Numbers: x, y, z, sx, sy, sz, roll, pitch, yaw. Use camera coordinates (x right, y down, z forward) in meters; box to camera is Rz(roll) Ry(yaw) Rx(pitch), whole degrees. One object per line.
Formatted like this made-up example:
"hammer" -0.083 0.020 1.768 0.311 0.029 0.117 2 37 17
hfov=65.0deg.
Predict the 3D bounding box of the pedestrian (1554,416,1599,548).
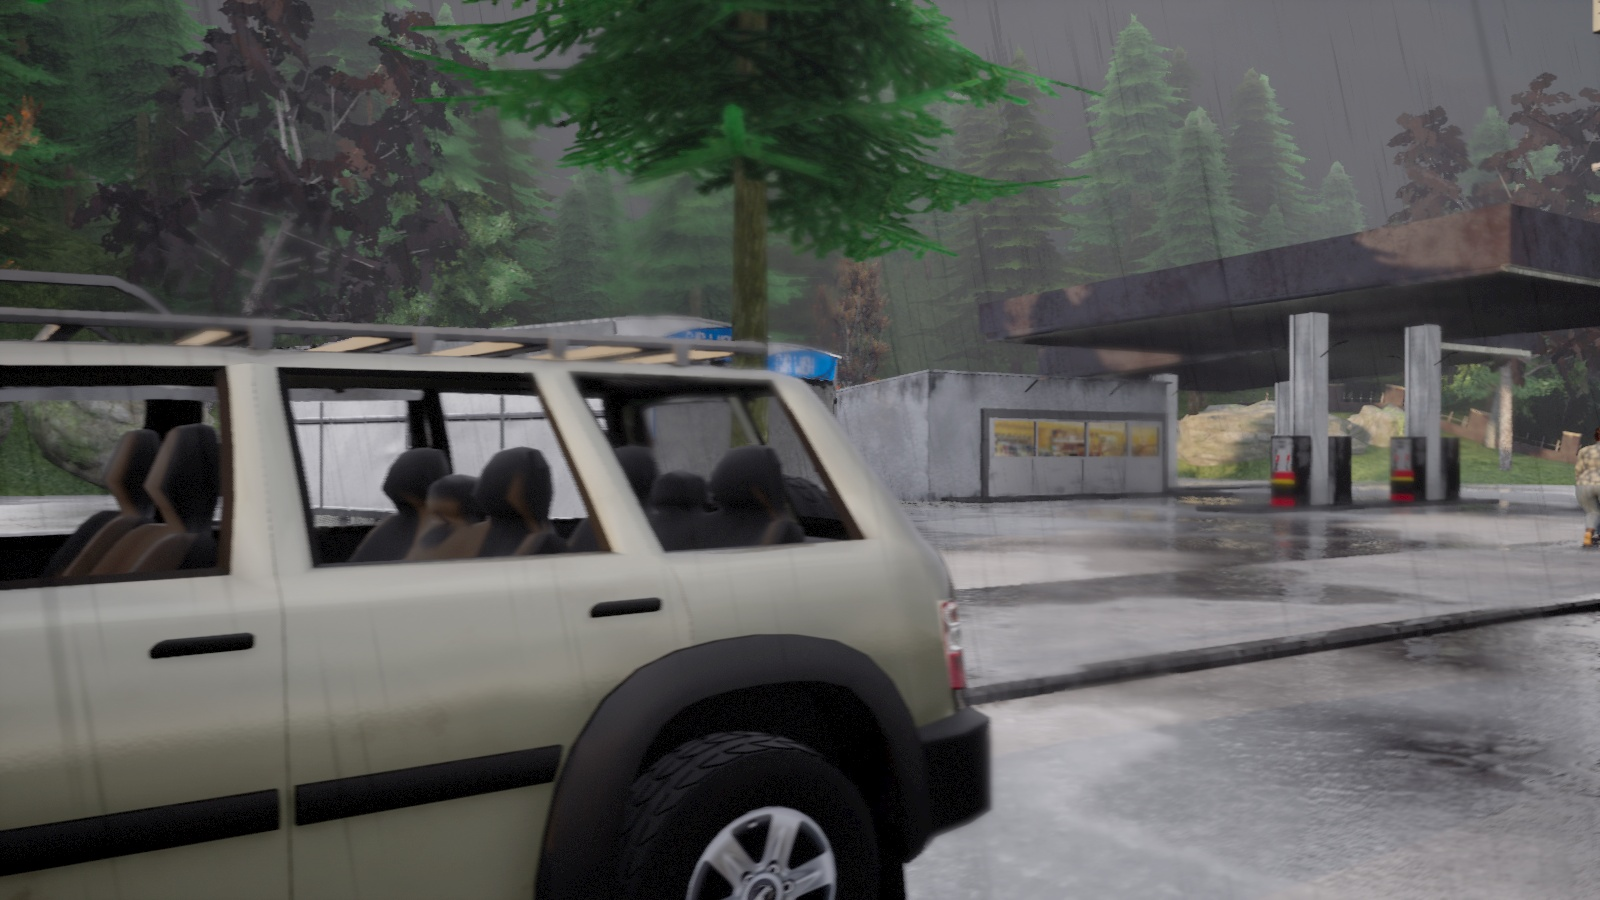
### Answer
"pedestrian" 11.505 0.450 18.066 0.900 1.855 0.874 0 0 -41

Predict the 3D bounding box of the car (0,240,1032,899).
"car" -1.798 0.570 3.017 4.605 1.855 1.932 -1 0 -35
